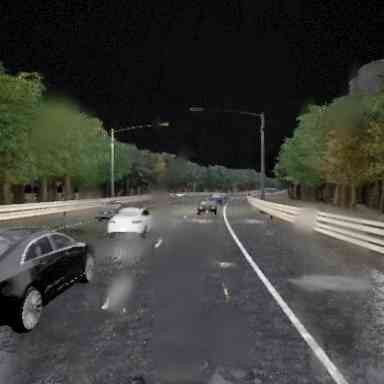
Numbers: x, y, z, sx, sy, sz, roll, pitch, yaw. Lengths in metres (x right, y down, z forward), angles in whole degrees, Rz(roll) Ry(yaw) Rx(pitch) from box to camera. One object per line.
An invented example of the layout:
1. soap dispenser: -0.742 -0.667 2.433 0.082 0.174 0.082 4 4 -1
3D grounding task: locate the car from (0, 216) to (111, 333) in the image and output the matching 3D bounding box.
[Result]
1. car: -3.431 1.491 6.773 2.128 1.511 4.902 0 0 1

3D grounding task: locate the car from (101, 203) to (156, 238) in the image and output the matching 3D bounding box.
1. car: -3.073 1.530 17.626 1.812 1.442 4.674 0 0 3

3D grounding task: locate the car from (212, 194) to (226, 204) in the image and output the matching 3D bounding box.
1. car: 4.091 1.169 55.134 1.882 1.535 5.008 0 1 8

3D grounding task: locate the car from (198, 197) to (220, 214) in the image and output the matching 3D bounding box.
1. car: 1.696 1.548 34.631 1.895 1.301 4.718 0 1 5

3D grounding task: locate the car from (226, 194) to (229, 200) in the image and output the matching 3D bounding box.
1. car: 6.961 1.049 73.328 1.994 1.385 4.181 0 0 11

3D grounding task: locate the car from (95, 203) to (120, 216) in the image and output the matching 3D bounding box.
1. car: -5.972 1.541 26.132 2.033 1.411 5.357 0 0 4
